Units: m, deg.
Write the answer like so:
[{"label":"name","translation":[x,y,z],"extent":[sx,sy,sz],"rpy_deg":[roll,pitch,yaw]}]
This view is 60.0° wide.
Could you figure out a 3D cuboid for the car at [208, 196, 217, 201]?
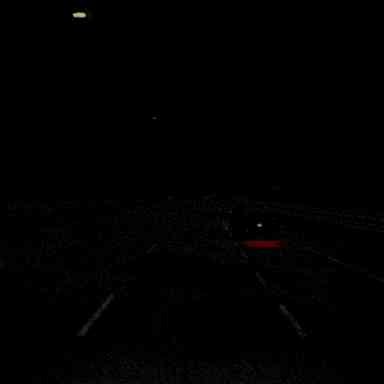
[{"label":"car","translation":[5.861,1.788,94.699],"extent":[1.837,1.490,4.892],"rpy_deg":[0,0,11]}]

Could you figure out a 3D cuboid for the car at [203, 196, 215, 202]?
[{"label":"car","translation":[3.940,1.754,84.625],"extent":[1.812,1.442,4.674],"rpy_deg":[0,0,10]}]

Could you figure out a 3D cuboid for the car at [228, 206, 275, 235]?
[{"label":"car","translation":[3.297,1.514,19.088],"extent":[1.882,1.535,5.008],"rpy_deg":[1,0,-2]}]

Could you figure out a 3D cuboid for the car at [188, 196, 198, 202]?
[{"label":"car","translation":[0.340,1.729,84.357],"extent":[1.812,1.442,4.674],"rpy_deg":[0,0,10]}]

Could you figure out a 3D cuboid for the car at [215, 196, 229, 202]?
[{"label":"car","translation":[7.695,1.812,85.712],"extent":[1.994,1.385,4.181],"rpy_deg":[0,0,11]}]
